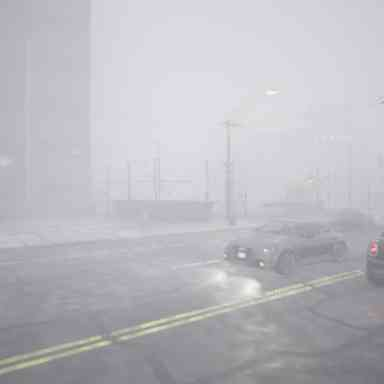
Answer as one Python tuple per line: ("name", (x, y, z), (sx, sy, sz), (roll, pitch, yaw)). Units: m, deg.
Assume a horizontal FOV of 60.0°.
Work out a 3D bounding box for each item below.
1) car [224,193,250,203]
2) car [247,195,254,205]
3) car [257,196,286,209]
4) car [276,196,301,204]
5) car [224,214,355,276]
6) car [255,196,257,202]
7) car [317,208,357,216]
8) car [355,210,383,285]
("car", (9.986, 1.313, 73.029), (5.566, 2.045, 2.435), (0, 0, -36))
("car", (6.608, 1.462, 49.241), (4.193, 1.474, 1.816), (0, 0, -36))
("car", (11.084, 1.311, 43.101), (4.553, 1.767, 2.185), (0, 0, -36))
("car", (17.995, 1.505, 62.161), (4.674, 1.452, 2.002), (0, 0, -36))
("car", (3.014, 1.578, 10.441), (4.181, 1.385, 1.994), (0, 0, -35))
("car", (15.090, 1.537, 66.163), (3.806, 1.475, 1.970), (0, 0, -36))
("car", (8.039, 1.576, 18.326), (5.357, 1.411, 2.033), (0, 0, -35))
("car", (6.372, 1.369, 8.305), (4.553, 1.767, 2.097), (0, 0, -35))
